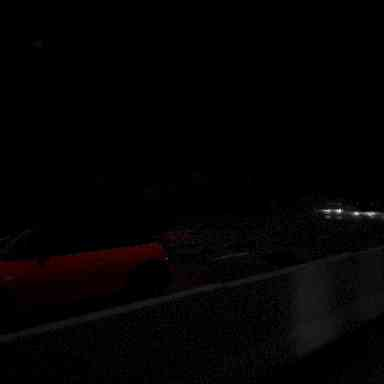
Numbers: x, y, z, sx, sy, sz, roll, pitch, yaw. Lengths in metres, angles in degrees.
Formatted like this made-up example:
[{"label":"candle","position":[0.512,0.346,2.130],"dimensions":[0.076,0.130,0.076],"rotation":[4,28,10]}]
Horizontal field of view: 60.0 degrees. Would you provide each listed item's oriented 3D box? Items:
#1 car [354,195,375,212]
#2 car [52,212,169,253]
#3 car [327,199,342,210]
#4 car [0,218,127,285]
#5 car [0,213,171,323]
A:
[{"label":"car","position":[22.058,1.416,42.639],"dimensions":[2.150,2.045,5.566],"rotation":[0,0,25]},{"label":"car","position":[-3.489,1.653,14.821],"dimensions":[4.718,1.301,1.895],"rotation":[0,0,-41]},{"label":"car","position":[20.470,1.769,47.811],"dimensions":[1.812,1.442,4.674],"rotation":[0,-1,22]},{"label":"car","position":[-4.271,1.597,9.767],"dimensions":[4.181,1.385,1.994],"rotation":[0,0,-38]},{"label":"car","position":[-2.718,1.374,6.574],"dimensions":[4.553,1.767,2.097],"rotation":[0,0,-38]}]
